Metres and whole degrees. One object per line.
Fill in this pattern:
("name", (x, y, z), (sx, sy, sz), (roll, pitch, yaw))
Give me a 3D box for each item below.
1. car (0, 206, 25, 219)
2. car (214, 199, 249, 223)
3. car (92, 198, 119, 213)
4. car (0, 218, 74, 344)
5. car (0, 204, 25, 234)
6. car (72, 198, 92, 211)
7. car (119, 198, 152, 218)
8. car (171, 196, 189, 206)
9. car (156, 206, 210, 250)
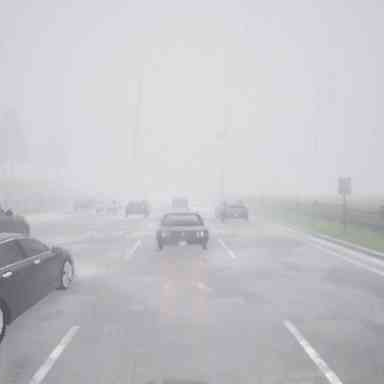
("car", (-7.288, 1.190, 10.555), (2.150, 2.045, 5.566), (0, 0, -2))
("car", (2.714, 1.265, 23.427), (2.128, 1.511, 4.902), (-1, 0, -2))
("car", (-8.187, 1.382, 33.166), (1.895, 1.301, 4.718), (-1, 0, -2))
("car", (-3.682, 1.483, 5.990), (1.837, 1.490, 4.892), (0, 0, -1))
("car", (-11.056, 1.488, 17.521), (2.033, 1.411, 5.357), (-1, 0, -2))
("car", (-11.863, 1.322, 37.456), (2.033, 1.411, 5.357), (-1, 0, -2))
("car", (-4.486, 1.284, 28.223), (2.128, 1.511, 4.902), (-1, 0, -2))
("car", (-1.416, 1.152, 38.903), (1.882, 1.535, 5.008), (-1, 0, -2))
("car", (-0.401, 1.484, 13.773), (1.895, 1.301, 4.718), (-1, 0, -2))
